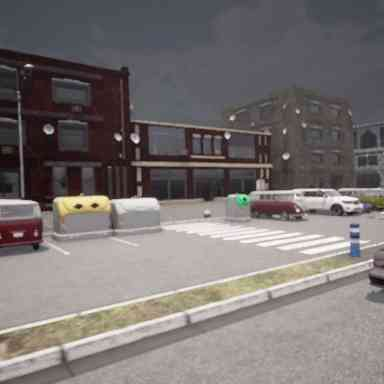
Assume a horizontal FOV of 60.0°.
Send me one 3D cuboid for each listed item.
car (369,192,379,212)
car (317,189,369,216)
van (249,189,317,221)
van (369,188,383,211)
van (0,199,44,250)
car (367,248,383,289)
[{"bbox_3d":[12.711,0.996,28.132,2.002,1.452,4.674,-1,1,-36],"label":"car"},{"bbox_3d":[10.479,0.763,26.501,2.435,2.045,5.566,-2,1,-36],"label":"car"},{"bbox_3d":[6.046,0.916,23.228,1.878,1.987,4.442,-2,1,-36],"label":"van"},{"bbox_3d":[14.982,0.673,29.894,1.878,1.987,4.442,-1,1,-35],"label":"van"},{"bbox_3d":[-7.551,1.302,13.806,1.878,1.987,4.442,-1,1,-36],"label":"van"},{"bbox_3d":[6.029,1.379,7.403,5.357,1.411,2.033,-2,1,-35],"label":"car"}]
